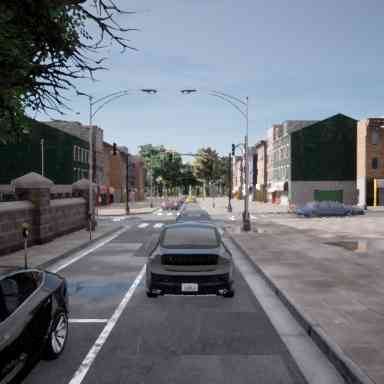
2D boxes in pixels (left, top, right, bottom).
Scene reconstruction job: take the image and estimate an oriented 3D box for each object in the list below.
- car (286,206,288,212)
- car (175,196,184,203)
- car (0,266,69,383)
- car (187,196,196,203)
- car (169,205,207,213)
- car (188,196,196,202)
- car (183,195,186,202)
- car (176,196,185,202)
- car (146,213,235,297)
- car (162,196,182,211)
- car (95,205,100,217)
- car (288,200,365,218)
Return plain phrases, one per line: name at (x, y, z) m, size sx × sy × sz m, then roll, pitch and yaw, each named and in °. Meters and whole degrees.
car at (10.941, 1.428, 29.835) m, size 4.718 × 1.301 × 1.895 m, roll -1°, pitch 1°, yaw 0°
car at (-2.688, 1.655, 74.165) m, size 1.887 × 1.381 × 4.507 m, roll -1°, pitch 0°, yaw 0°
car at (-2.646, 1.565, 3.237) m, size 1.947 × 1.339 × 4.313 m, roll -1°, pitch 0°, yaw 0°
car at (-0.029, 1.582, 71.711) m, size 1.882 × 1.535 × 5.008 m, roll 0°, pitch 0°, yaw 0°
car at (0.091, 1.552, 15.977) m, size 2.033 × 1.411 × 5.357 m, roll 0°, pitch 0°, yaw 0°
car at (-0.046, 1.671, 82.145) m, size 2.033 × 1.411 × 5.357 m, roll 0°, pitch 0°, yaw 0°
car at (-2.682, 1.628, 63.296) m, size 1.887 × 1.381 × 4.507 m, roll -1°, pitch 0°, yaw 0°
car at (-2.691, 1.690, 79.600) m, size 1.947 × 1.339 × 4.313 m, roll -1°, pitch 0°, yaw 0°
car at (-0.027, 1.505, 8.532) m, size 1.837 × 1.490 × 4.892 m, roll 0°, pitch 0°, yaw 0°
car at (-2.670, 1.478, 41.557) m, size 1.967 × 1.590 × 4.097 m, roll -1°, pitch 0°, yaw 0°
car at (-10.389, 1.388, 26.867) m, size 5.566 × 2.045 × 2.150 m, roll -1°, pitch 1°, yaw 0°
car at (10.924, 1.402, 26.888) m, size 5.357 × 1.411 × 2.033 m, roll -1°, pitch 1°, yaw 0°
